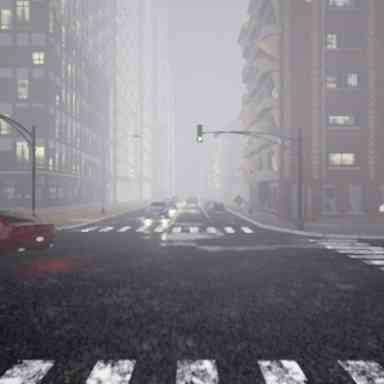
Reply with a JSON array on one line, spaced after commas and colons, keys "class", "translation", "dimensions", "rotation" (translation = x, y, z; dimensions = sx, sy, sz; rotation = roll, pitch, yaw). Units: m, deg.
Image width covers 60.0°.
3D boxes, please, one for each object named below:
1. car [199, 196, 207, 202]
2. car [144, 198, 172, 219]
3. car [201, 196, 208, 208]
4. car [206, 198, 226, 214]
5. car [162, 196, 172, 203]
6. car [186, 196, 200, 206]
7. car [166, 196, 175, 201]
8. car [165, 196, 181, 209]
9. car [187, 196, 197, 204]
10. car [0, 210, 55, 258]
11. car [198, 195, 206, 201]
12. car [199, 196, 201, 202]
[{"class": "car", "translation": [2.694, 1.779, 82.685], "dimensions": [1.802, 1.307, 4.206], "rotation": [0, 0, 0]}, {"class": "car", "translation": [-3.097, 1.588, 30.453], "dimensions": [1.812, 1.442, 4.674], "rotation": [0, 0, 0]}, {"class": "car", "translation": [2.693, 1.658, 48.794], "dimensions": [2.008, 1.369, 4.403], "rotation": [0, 0, 0]}, {"class": "car", "translation": [2.743, 1.657, 35.877], "dimensions": [1.802, 1.307, 4.206], "rotation": [0, 0, 0]}, {"class": "car", "translation": [-5.686, 1.731, 77.037], "dimensions": [2.008, 1.369, 4.403], "rotation": [0, 0, 0]}, {"class": "car", "translation": [0.003, 1.483, 58.447], "dimensions": [2.097, 1.767, 4.553], "rotation": [0, 0, 0]}, {"class": "car", "translation": [-5.686, 1.758, 88.335], "dimensions": [1.887, 1.381, 4.507], "rotation": [0, 0, 0]}, {"class": "car", "translation": [-3.084, 1.591, 45.852], "dimensions": [2.128, 1.511, 4.902], "rotation": [0, 0, 0]}, {"class": "car", "translation": [0.004, 1.644, 68.478], "dimensions": [2.033, 1.411, 5.357], "rotation": [0, 0, 0]}, {"class": "car", "translation": [-7.311, 1.395, 12.289], "dimensions": [5.008, 1.535, 1.882], "rotation": [1, -1, 27]}, {"class": "car", "translation": [2.694, 1.654, 88.335], "dimensions": [1.967, 1.590, 4.097], "rotation": [0, 0, 0]}, {"class": "car", "translation": [2.694, 1.672, 54.442], "dimensions": [2.008, 1.369, 4.403], "rotation": [0, 0, 0]}]
